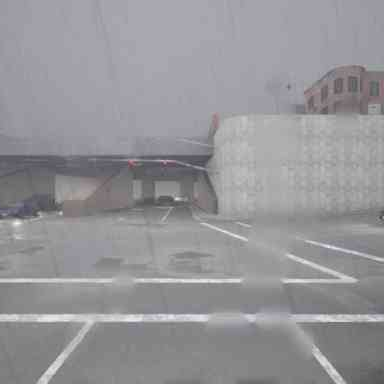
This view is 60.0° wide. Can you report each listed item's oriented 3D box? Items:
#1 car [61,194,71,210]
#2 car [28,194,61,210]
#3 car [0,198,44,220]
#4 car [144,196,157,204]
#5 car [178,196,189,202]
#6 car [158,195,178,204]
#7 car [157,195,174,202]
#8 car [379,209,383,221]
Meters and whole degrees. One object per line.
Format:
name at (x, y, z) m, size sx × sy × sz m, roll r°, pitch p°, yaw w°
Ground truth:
car at (-15.102, 1.223, 42.883) m, size 2.150 × 2.045 × 5.566 m, roll 0°, pitch 0°, yaw -2°
car at (-18.553, 1.223, 40.799) m, size 2.150 × 2.045 × 5.566 m, roll 0°, pitch 0°, yaw -2°
car at (-14.682, 1.526, 28.299) m, size 1.812 × 1.442 × 4.674 m, roll 0°, pitch 0°, yaw -2°
car at (-8.112, 1.547, 65.004) m, size 2.033 × 1.411 × 5.357 m, roll 0°, pitch 0°, yaw 4°
car at (-2.287, 1.524, 75.182) m, size 1.812 × 1.442 × 4.674 m, roll 0°, pitch 0°, yaw 28°
car at (-4.612, 1.492, 64.948) m, size 2.128 × 1.511 × 4.902 m, roll 0°, pitch 0°, yaw 4°
car at (-5.967, 1.500, 75.436) m, size 1.837 × 1.490 × 4.892 m, roll 0°, pitch 0°, yaw 24°
car at (12.783, 0.873, 18.231) m, size 4.674 × 1.442 × 1.812 m, roll -7°, pitch 0°, yaw -1°
